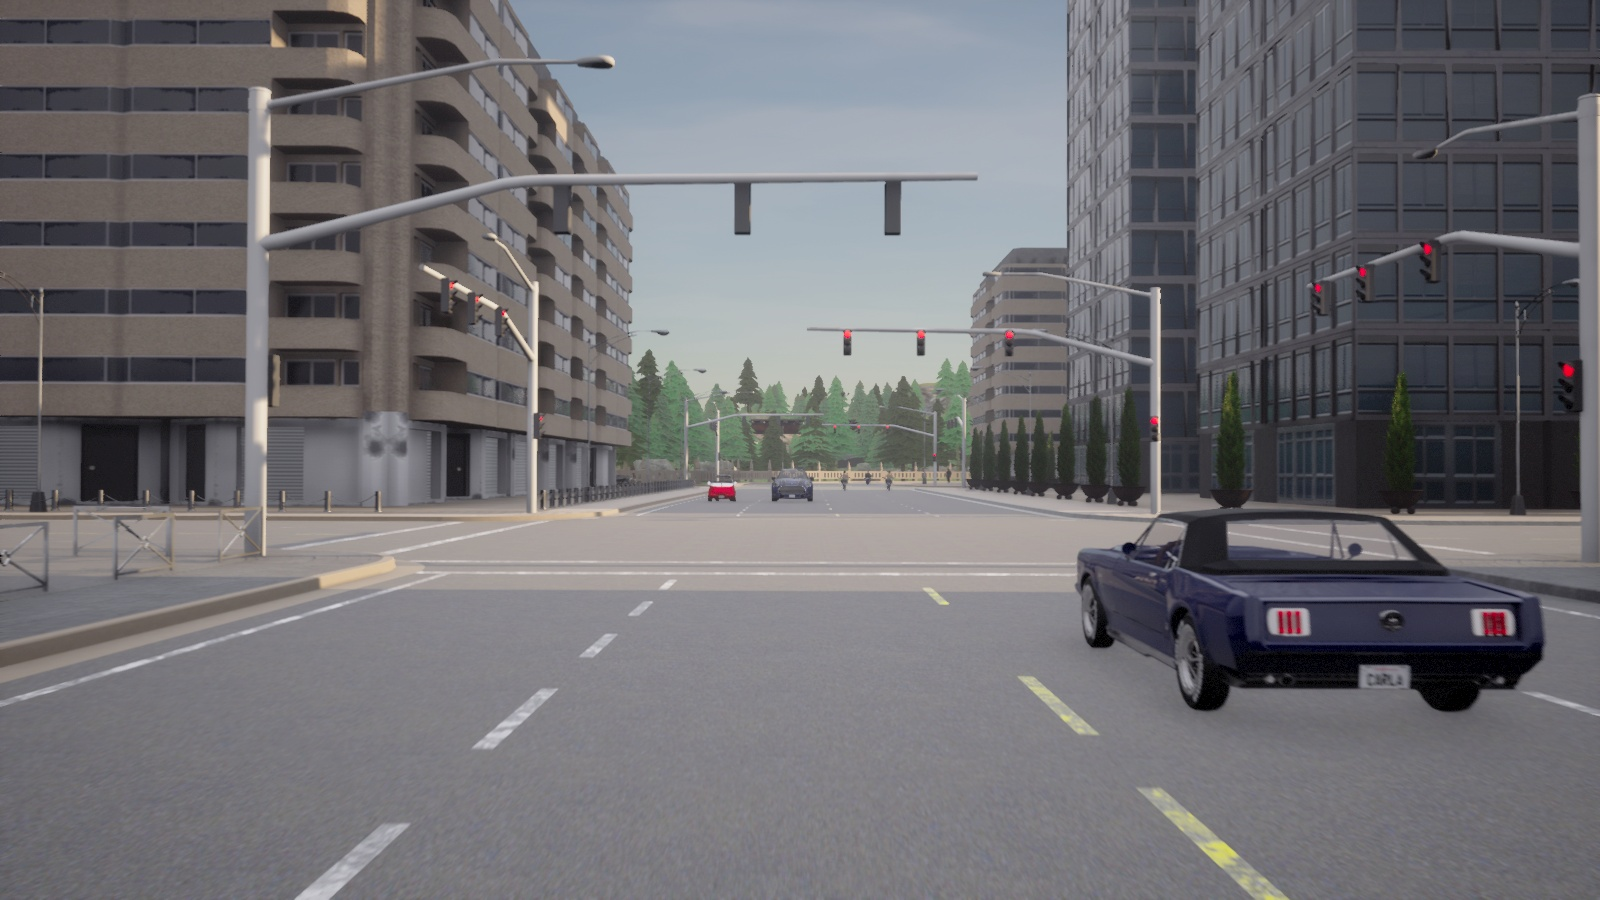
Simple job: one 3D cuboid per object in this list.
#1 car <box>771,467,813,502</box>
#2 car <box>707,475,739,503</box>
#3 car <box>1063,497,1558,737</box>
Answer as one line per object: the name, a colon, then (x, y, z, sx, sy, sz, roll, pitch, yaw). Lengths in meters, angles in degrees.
car: (-0.367, 1.758, 64.708, 2.097, 1.767, 4.553, 0, -1, 1)
car: (-3.880, 1.946, 63.361, 1.481, 1.376, 2.207, 0, -1, 1)
car: (3.475, 1.064, 9.702, 1.895, 1.301, 4.718, 0, -1, 0)
